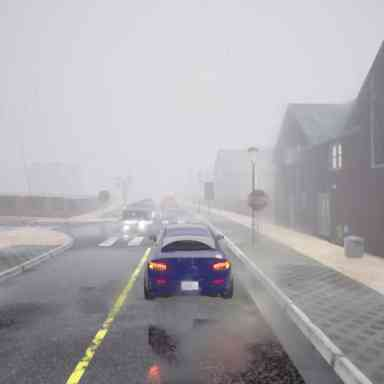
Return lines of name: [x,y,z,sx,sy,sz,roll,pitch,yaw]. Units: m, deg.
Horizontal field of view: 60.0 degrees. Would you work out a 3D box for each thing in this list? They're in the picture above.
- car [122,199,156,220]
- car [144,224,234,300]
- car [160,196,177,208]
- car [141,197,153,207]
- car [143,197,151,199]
car: [-4.517,1.562,27.780,1.994,1.385,4.181,0,0,1]
car: [-0.125,1.526,8.289,1.812,1.442,4.674,0,0,-2]
car: [-3.370,1.352,47.155,2.097,1.767,4.553,0,0,-8]
car: [-7.278,1.518,53.624,1.812,1.442,4.674,0,0,-9]
car: [-5.450,1.523,40.324,1.812,1.442,4.674,0,0,-7]
